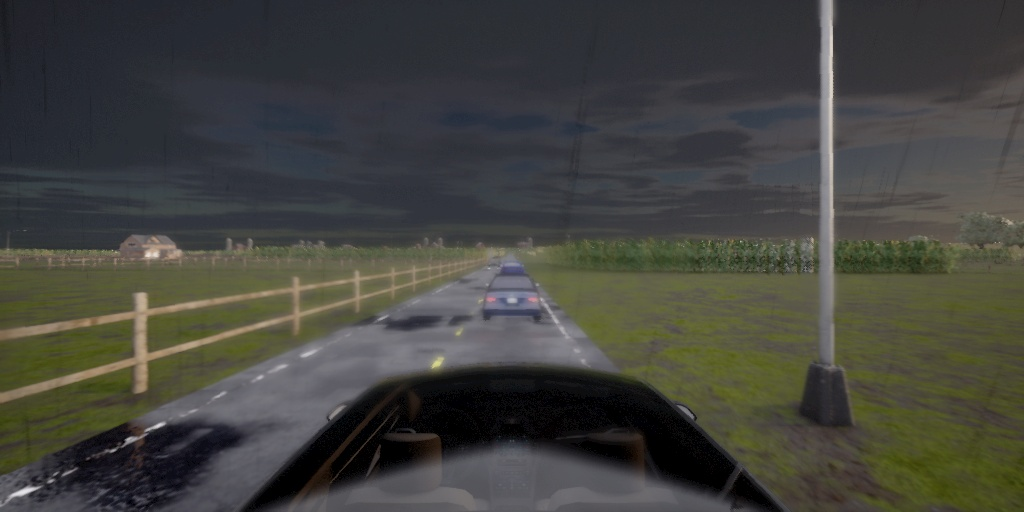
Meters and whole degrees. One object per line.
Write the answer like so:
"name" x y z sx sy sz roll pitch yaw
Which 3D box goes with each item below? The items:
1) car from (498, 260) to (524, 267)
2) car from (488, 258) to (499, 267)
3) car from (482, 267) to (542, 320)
"car" 0.025 1.188 30.904 1.882 1.535 5.008 0 0 0
"car" -2.865 1.142 58.987 1.837 1.490 4.892 0 0 0
"car" 0.011 1.286 12.507 2.033 1.411 5.357 0 0 0
